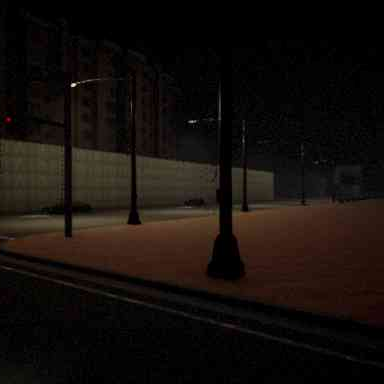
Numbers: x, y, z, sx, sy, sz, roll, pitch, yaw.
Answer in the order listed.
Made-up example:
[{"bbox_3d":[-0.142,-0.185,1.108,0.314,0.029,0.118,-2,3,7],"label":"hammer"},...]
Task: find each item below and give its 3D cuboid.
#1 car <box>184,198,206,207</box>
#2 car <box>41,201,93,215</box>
[{"bbox_3d":[0.461,1.696,55.152,1.994,1.385,4.181,0,0,36],"label":"car"},{"bbox_3d":[-13.369,1.680,35.989,2.033,1.411,5.357,0,0,36],"label":"car"}]
